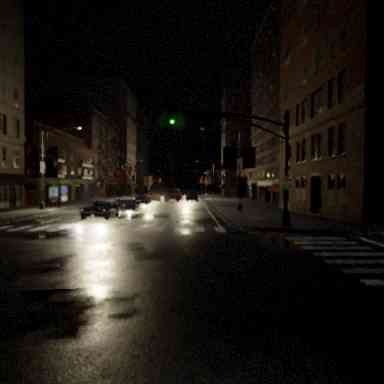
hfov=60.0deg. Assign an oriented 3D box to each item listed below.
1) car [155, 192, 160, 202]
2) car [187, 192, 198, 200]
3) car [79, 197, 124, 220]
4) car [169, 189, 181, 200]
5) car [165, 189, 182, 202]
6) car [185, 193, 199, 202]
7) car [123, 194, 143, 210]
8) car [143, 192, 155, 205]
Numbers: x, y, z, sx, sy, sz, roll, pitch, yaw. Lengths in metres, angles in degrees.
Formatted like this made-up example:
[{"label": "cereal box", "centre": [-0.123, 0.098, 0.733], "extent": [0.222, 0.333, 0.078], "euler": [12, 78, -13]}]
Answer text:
[{"label": "car", "centre": [-6.513, 0.784, 56.360], "extent": [1.882, 1.535, 5.008], "euler": [0, 1, 1]}, {"label": "car", "centre": [0.023, 0.807, 64.938], "extent": [2.033, 1.411, 5.357], "euler": [0, 1, 0]}, {"label": "car", "centre": [-6.583, 1.249, 24.248], "extent": [1.895, 1.301, 4.718], "euler": [0, 1, 0]}, {"label": "car", "centre": [-3.225, 0.468, 64.966], "extent": [2.150, 2.045, 5.566], "euler": [0, 1, 0]}, {"label": "car", "centre": [-3.227, 0.567, 54.545], "extent": [2.150, 2.045, 5.566], "euler": [0, 1, 0]}, {"label": "car", "centre": [0.021, 0.870, 54.518], "extent": [1.837, 1.490, 4.892], "euler": [0, 1, 0]}, {"label": "car", "centre": [-6.573, 1.105, 34.174], "extent": [1.994, 1.385, 4.181], "euler": [0, 1, 0]}, {"label": "car", "centre": [-6.578, 0.977, 44.548], "extent": [2.033, 1.411, 5.357], "euler": [0, 1, 0]}]
